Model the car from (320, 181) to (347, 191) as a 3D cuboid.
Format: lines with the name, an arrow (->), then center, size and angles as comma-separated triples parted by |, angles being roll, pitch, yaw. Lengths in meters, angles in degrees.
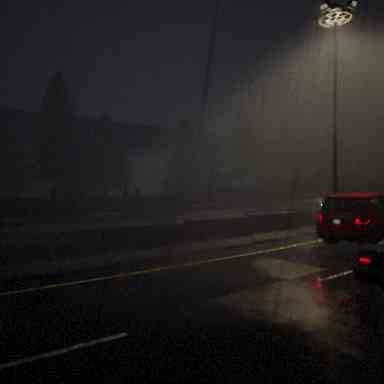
car -> 16.217, -0.403, 37.174 | 4.902, 1.511, 2.128 | -8, 5, -35

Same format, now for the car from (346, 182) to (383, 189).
car -> 18.335, -0.342, 34.386 | 4.181, 1.385, 1.994 | -8, 5, -35

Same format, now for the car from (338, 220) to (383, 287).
car -> 6.095, 1.473, 8.145 | 5.357, 1.411, 2.033 | -2, 1, -35

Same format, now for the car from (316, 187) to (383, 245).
car -> 7.294, 1.023, 13.304 | 5.566, 2.045, 2.150 | -3, 2, -36
